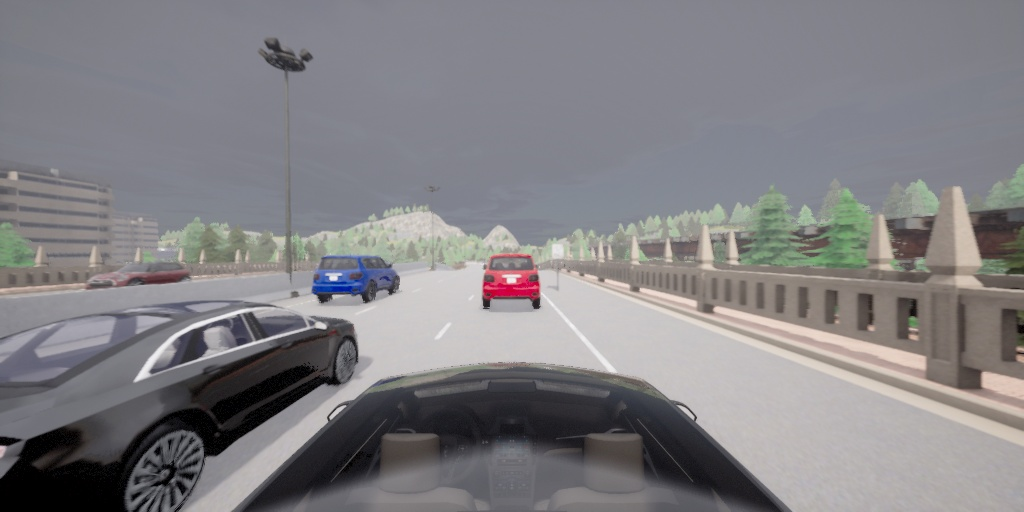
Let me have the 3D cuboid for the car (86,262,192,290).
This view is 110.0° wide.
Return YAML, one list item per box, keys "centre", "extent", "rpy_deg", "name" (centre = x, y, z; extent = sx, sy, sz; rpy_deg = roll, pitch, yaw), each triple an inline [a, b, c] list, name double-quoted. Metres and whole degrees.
- centre: [-21.309, 1.164, 20.750]
  extent: [2.097, 1.767, 4.553]
  rpy_deg: [0, 0, -1]
  name: "car"

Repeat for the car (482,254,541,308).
- centre: [-0.042, 0.926, 14.973]
  extent: [2.150, 2.045, 5.566]
  rpy_deg: [0, 0, -1]
  name: "car"

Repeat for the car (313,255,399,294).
- centre: [-7.064, 0.962, 16.812]
  extent: [2.150, 2.045, 5.566]
  rpy_deg: [0, 0, -1]
  name: "car"

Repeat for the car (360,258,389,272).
- centre: [-18.122, 1.150, 47.508]
  extent: [2.097, 1.767, 4.553]
  rpy_deg: [0, -1, 0]
  name: "car"

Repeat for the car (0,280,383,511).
- centre: [-3.481, 1.254, 4.100]
  extent: [2.128, 1.511, 4.902]
  rpy_deg: [0, 0, 0]
  name: "car"
